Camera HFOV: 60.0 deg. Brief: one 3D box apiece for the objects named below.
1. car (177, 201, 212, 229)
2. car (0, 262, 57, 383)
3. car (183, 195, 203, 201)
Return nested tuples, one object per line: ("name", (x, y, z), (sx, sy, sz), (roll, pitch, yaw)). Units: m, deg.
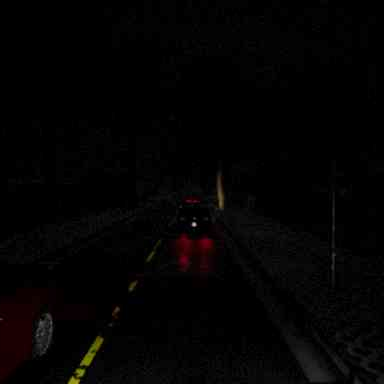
("car", (0.095, 1.416, 19.890), (1.895, 1.301, 4.718), (0, 1, -1))
("car", (-2.851, 1.502, 3.116), (1.812, 1.442, 4.674), (0, 0, 0))
("car", (0.087, 1.105, 36.546), (1.837, 1.490, 4.892), (0, 1, 0))
